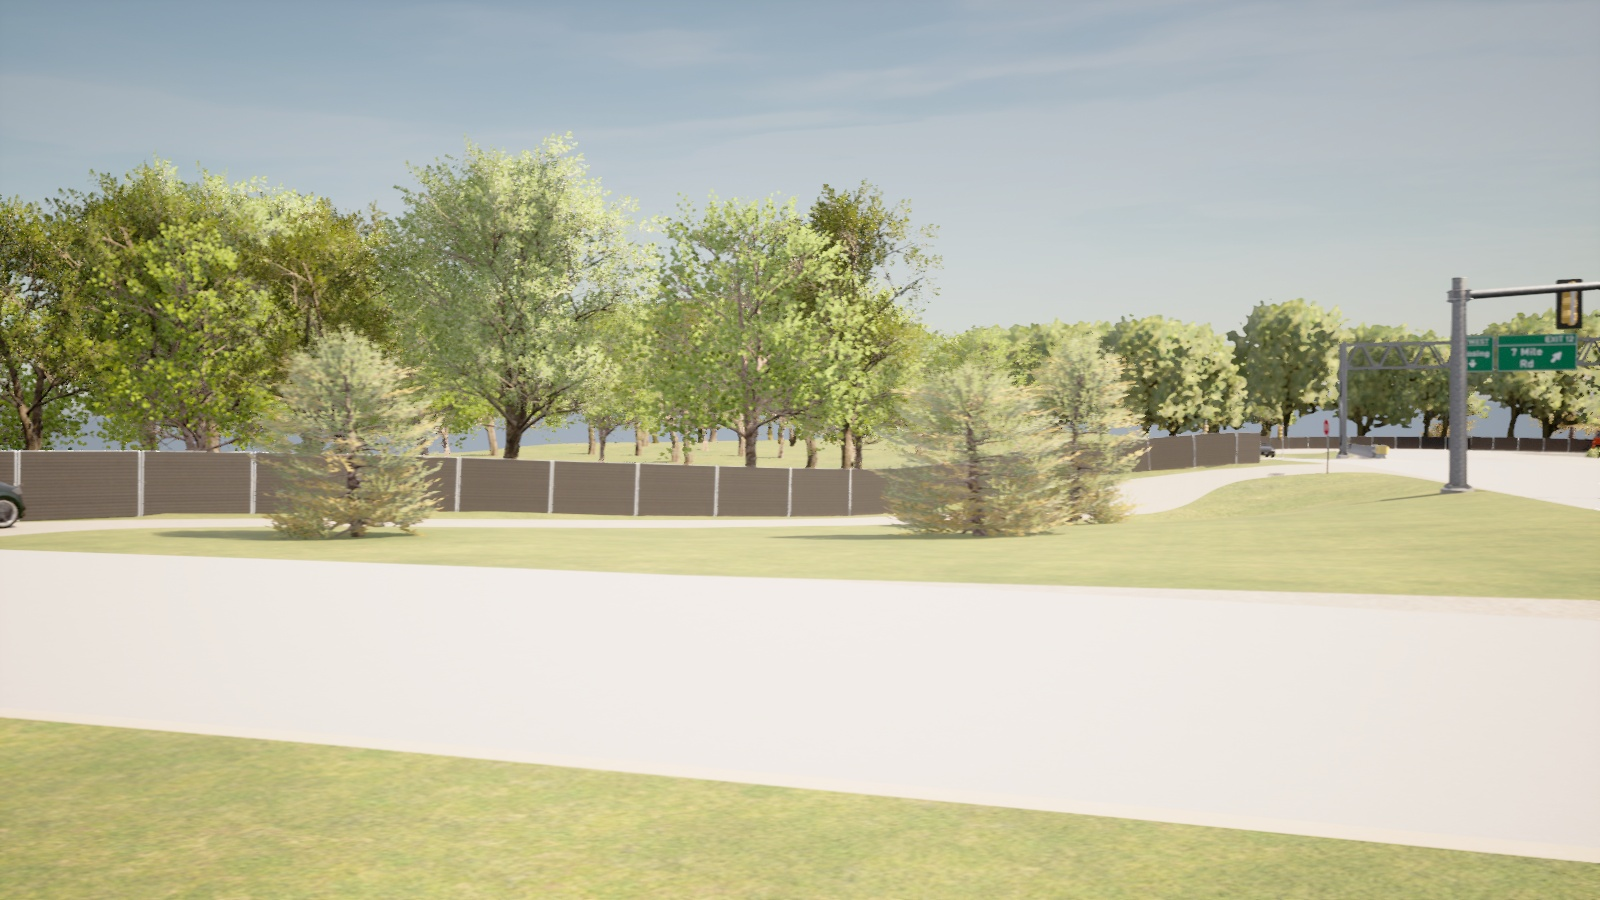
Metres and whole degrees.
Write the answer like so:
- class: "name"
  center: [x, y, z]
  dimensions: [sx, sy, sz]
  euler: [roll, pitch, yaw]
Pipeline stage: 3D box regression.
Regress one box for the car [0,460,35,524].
- class: "car"
  center: [-18.812, 0.888, 26.427]
  dimensions: [1.994, 1.385, 4.181]
  euler: [0, -1, 28]
